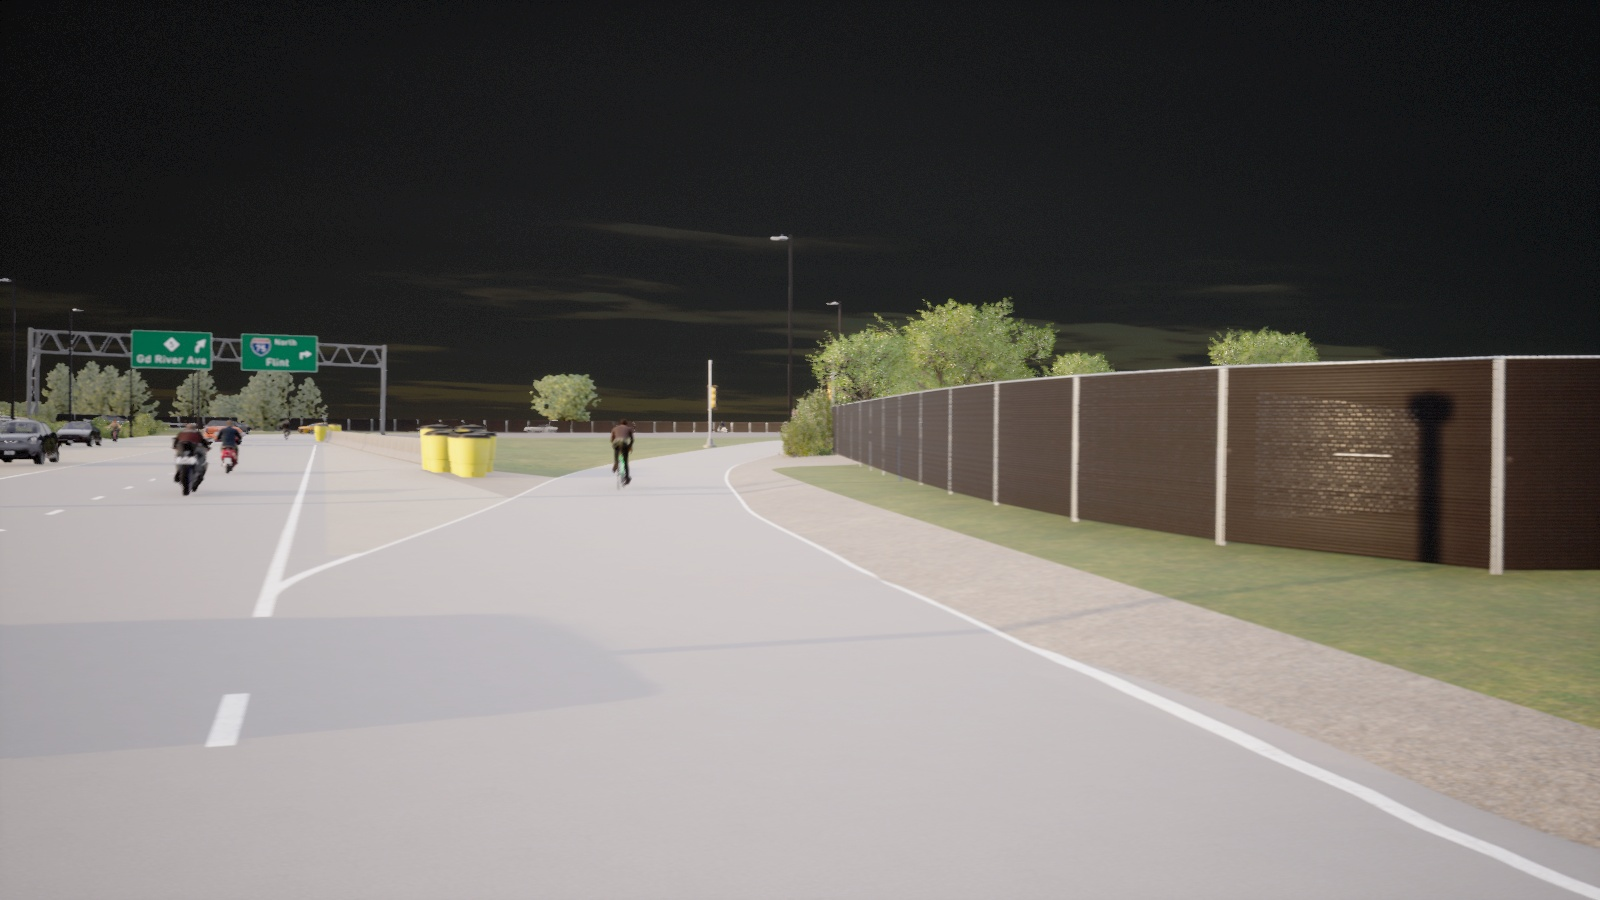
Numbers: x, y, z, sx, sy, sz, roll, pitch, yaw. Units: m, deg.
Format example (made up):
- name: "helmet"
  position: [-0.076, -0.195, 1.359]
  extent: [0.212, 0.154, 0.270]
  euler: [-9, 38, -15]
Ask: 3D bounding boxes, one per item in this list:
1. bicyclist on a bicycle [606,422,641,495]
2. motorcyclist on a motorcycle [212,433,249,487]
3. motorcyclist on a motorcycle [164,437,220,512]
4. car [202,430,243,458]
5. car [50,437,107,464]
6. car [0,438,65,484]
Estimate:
- name: "bicyclist on a bicycle"
  position: [-4.030, 0.185, 28.804]
  extent: [0.582, 1.620, 1.656]
  euler: [-1, 1, -1]
- name: "motorcyclist on a motorcycle"
  position: [-17.260, 0.272, 38.096]
  extent: [0.866, 1.590, 1.817]
  euler: [-1, 1, -21]
- name: "motorcyclist on a motorcycle"
  position: [-13.038, 0.499, 26.985]
  extent: [0.866, 1.530, 2.191]
  euler: [-1, 1, -21]
- name: "car"
  position: [-37.717, -0.395, 82.084]
  extent: [2.097, 1.767, 4.553]
  euler: [-1, 1, -21]
- name: "car"
  position: [-41.507, 0.003, 72.365]
  extent: [2.033, 1.411, 5.357]
  euler: [-1, 1, -21]
- name: "car"
  position: [-26.668, 0.343, 43.155]
  extent: [1.845, 1.501, 3.633]
  euler: [-1, 1, -21]
